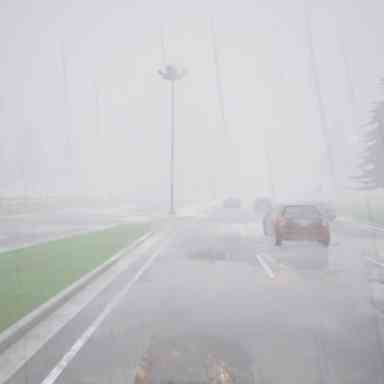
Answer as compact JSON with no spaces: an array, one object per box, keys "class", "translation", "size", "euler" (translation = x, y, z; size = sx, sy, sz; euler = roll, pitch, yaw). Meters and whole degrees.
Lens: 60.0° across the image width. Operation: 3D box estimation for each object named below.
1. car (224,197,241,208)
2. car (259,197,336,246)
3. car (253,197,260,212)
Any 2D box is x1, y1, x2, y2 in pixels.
[{"class":"car","translation":[5.027,1.243,41.457],"size":[1.994,1.385,4.181],"euler":[0,1,10]},{"class":"car","translation":[4.448,1.241,14.809],"size":[2.097,1.767,4.553],"euler":[0,0,5]},{"class":"car","translation":[7.391,1.243,34.542],"size":[1.837,1.490,4.892],"euler":[0,0,10]}]
